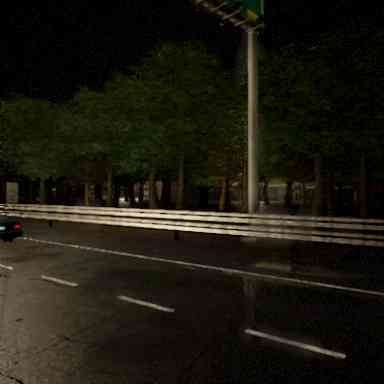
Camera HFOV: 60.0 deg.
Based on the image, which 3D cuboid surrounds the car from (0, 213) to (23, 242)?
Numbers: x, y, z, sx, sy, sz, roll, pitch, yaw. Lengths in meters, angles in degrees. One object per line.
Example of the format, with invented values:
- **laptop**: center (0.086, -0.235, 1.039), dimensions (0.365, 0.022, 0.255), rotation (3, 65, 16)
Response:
- **car**: center (-9.855, 1.552, 15.200), dimensions (5.357, 1.411, 2.033), rotation (0, 0, 36)
